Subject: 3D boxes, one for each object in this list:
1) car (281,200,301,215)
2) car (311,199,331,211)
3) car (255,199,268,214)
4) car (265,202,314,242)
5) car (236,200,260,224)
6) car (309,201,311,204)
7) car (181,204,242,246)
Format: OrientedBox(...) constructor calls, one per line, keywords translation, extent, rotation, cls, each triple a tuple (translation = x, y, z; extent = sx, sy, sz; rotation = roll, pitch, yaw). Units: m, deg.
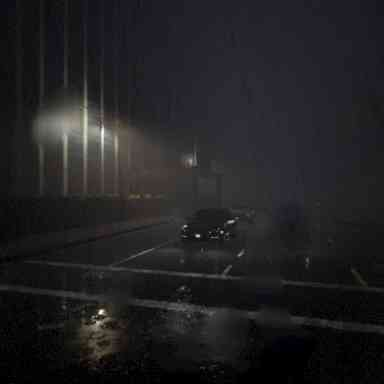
OrientedBox(translation=(10.794, 1.640, 36.119), extent=(1.994, 1.385, 4.181), rotation=(0, 0, 17), cls="car")
OrientedBox(translation=(16.210, 1.620, 41.461), extent=(1.812, 1.442, 4.674), rotation=(0, 0, 18), cls="car")
OrientedBox(translation=(7.224, 1.547, 36.408), extent=(1.882, 1.535, 5.008), rotation=(0, 0, 17), cls="car")
OrientedBox(translation=(5.007, 1.513, 17.102), extent=(1.882, 1.535, 5.008), rotation=(0, 0, 17), cls="car")
OrientedBox(translation=(3.832, 1.572, 25.256), extent=(1.812, 1.442, 4.674), rotation=(0, 0, 17), cls="car")
OrientedBox(translation=(19.125, 1.716, 51.245), extent=(1.895, 1.301, 4.718), rotation=(0, 0, 17), cls="car")
OrientedBox(translation=(0.942, 1.531, 15.761), extent=(1.837, 1.490, 4.892), rotation=(0, 0, 17), cls="car")
